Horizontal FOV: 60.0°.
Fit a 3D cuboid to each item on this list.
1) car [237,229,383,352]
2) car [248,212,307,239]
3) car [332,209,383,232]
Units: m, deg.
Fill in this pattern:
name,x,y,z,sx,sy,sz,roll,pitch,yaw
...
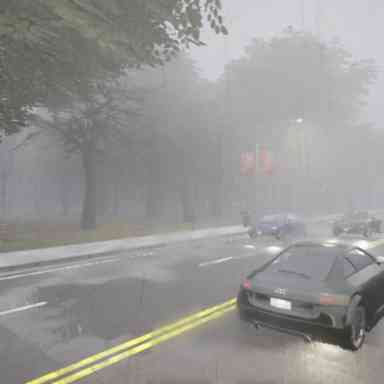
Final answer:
name,x,y,z,sx,sy,sz,roll,pitch,yaw
car,2.682,1.682,6.550,1.994,1.385,4.181,-2,-2,42
car,5.065,1.899,19.257,1.812,1.442,4.674,-2,-2,42
car,9.991,1.837,19.905,1.837,1.490,4.892,-2,-2,42
